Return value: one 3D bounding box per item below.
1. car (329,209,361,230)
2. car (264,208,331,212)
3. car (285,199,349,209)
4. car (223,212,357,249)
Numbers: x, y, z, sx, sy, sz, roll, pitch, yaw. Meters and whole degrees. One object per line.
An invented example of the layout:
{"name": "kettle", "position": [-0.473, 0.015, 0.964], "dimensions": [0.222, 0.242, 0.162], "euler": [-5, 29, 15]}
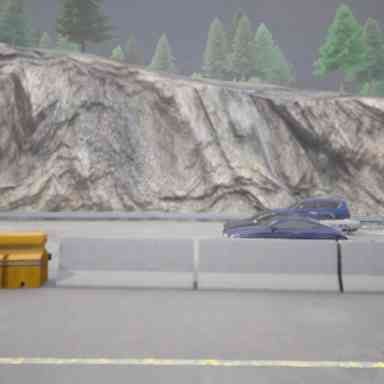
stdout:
{"name": "car", "position": [7.400, 1.852, 20.040], "dimensions": [4.718, 1.301, 1.895], "euler": [1, -1, 3]}
{"name": "car", "position": [3.989, 1.692, 16.638], "dimensions": [4.892, 1.490, 1.837], "euler": [1, -1, 2]}
{"name": "car", "position": [8.241, 1.512, 23.500], "dimensions": [5.566, 2.045, 2.150], "euler": [1, -1, 3]}
{"name": "car", "position": [3.625, 1.678, 13.158], "dimensions": [4.674, 1.442, 1.812], "euler": [1, -1, 2]}
